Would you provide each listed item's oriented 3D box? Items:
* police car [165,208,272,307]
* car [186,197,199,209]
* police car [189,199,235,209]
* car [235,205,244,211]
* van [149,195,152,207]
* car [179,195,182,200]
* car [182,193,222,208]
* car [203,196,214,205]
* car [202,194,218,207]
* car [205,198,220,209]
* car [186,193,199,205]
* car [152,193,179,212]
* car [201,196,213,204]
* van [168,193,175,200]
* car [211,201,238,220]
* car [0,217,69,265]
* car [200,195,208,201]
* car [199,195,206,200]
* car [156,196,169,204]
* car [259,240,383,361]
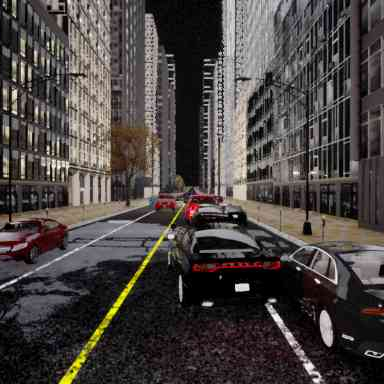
[{"bbox_3d":[0.472,1.424,8.227,1.930,1.638,5.238,0,0,-9],"label":"police car"},{"bbox_3d":[0.108,1.506,45.778,1.812,1.442,4.674,0,0,1],"label":"car"},{"bbox_3d":[0.934,1.421,18.327,1.930,1.638,5.238,0,0,0],"label":"police car"},{"bbox_3d":[2.729,1.560,23.022,1.947,1.339,4.313,0,0,0],"label":"car"},{"bbox_3d":[-5.600,1.317,51.534,1.690,1.788,3.998,0,0,0],"label":"van"},{"bbox_3d":[-2.853,1.448,79.192,1.837,1.490,4.892,0,0,0],"label":"car"},{"bbox_3d":[0.606,1.216,24.207,2.150,2.045,5.566,0,0,-2],"label":"car"},{"bbox_3d":[2.793,1.495,57.381,1.752,1.417,4.829,0,0,0],"label":"car"},{"bbox_3d":[2.781,1.290,51.513,2.192,1.841,5.009,0,0,0],"label":"car"},{"bbox_3d":[2.772,1.525,45.814,1.887,1.381,4.507,0,0,0],"label":"car"},{"bbox_3d":[0.110,1.190,58.745,2.150,2.045,5.566,0,0,0],"label":"car"},{"bbox_3d":[-3.024,1.207,39.412,2.150,2.045,5.566,0,0,0],"label":"car"},{"bbox_3d":[2.803,1.509,62.909,1.887,1.381,4.507,0,0,0],"label":"car"},{"bbox_3d":[-5.525,1.264,91.421,1.690,1.788,3.998,0,0,0],"label":"van"},{"bbox_3d":[2.740,1.537,28.720,1.887,1.381,4.507,0,0,0],"label":"car"},{"bbox_3d":[-5.673,1.580,11.647,1.802,1.307,4.206,0,0,0],"label":"car"},{"bbox_3d":[2.836,1.467,80.175,1.752,1.417,4.829,0,0,0],"label":"car"},{"bbox_3d":[2.857,1.489,91.402,1.947,1.339,4.313,0,0,0],"label":"car"},{"bbox_3d":[-5.577,1.515,62.927,2.008,1.369,4.403,0,0,0],"label":"car"},{"bbox_3d":[2.697,1.550,5.928,2.008,1.369,4.403,0,0,0],"label":"car"}]
